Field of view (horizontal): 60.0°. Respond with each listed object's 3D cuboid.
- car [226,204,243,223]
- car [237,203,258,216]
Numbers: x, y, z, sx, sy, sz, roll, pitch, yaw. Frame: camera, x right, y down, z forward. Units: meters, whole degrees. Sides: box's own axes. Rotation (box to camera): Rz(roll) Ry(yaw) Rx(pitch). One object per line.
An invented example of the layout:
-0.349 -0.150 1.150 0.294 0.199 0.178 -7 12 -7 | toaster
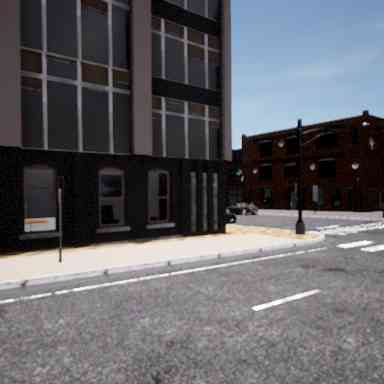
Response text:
1.945 1.941 28.651 1.947 1.339 4.313 -2 0 -36 | car
5.612 1.930 38.229 2.008 1.369 4.403 -2 0 -36 | car
